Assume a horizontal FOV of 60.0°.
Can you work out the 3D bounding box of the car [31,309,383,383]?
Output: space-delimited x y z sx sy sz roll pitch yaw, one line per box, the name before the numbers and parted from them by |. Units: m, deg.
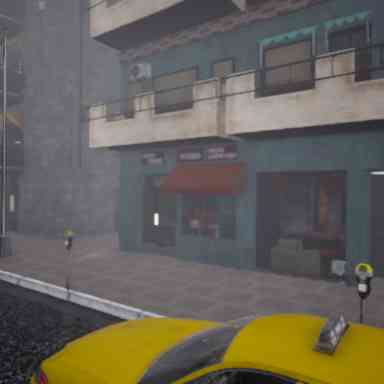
car | 0.711 1.525 2.354 4.829 1.417 1.752 0 1 36
